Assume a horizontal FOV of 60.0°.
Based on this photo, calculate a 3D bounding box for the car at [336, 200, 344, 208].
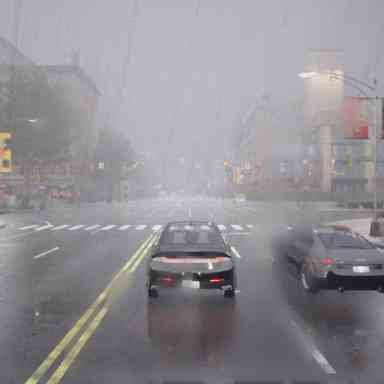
[{"bbox_3d":[22.793,1.489,46.591,4.902,1.511,2.128,0,0,0],"label":"car"}]

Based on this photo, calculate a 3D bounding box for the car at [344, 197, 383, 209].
[{"bbox_3d":[23.014,1.475,43.096,5.008,1.535,1.882,0,0,0],"label":"car"}]

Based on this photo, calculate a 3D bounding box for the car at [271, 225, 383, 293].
[{"bbox_3d":[3.479,1.563,8.867,1.994,1.385,4.181,0,0,0],"label":"car"}]

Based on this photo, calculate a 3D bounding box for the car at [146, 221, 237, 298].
[{"bbox_3d":[-0.020,1.491,8.530,2.128,1.511,4.902,0,0,0],"label":"car"}]
